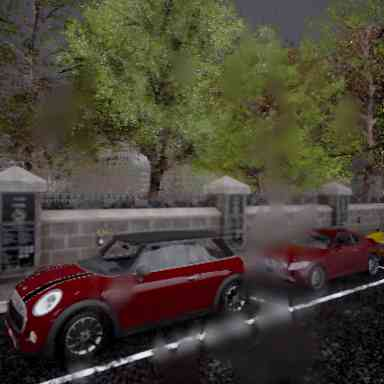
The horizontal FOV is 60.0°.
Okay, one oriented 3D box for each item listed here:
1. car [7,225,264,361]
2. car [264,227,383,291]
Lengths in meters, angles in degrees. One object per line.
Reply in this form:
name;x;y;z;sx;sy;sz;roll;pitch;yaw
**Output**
car;-0.943;1.460;5.884;4.097;1.590;1.967;1;0;-35
car;3.564;1.646;9.100;4.206;1.307;1.802;1;0;-35
